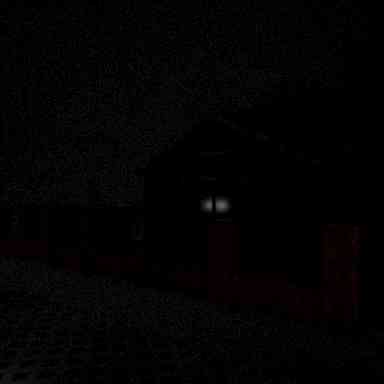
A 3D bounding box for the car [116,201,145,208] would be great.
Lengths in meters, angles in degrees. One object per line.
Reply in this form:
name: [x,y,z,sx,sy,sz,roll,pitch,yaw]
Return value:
car: [-5.690,1.629,29.580,2.097,1.767,4.553,0,-1,35]
